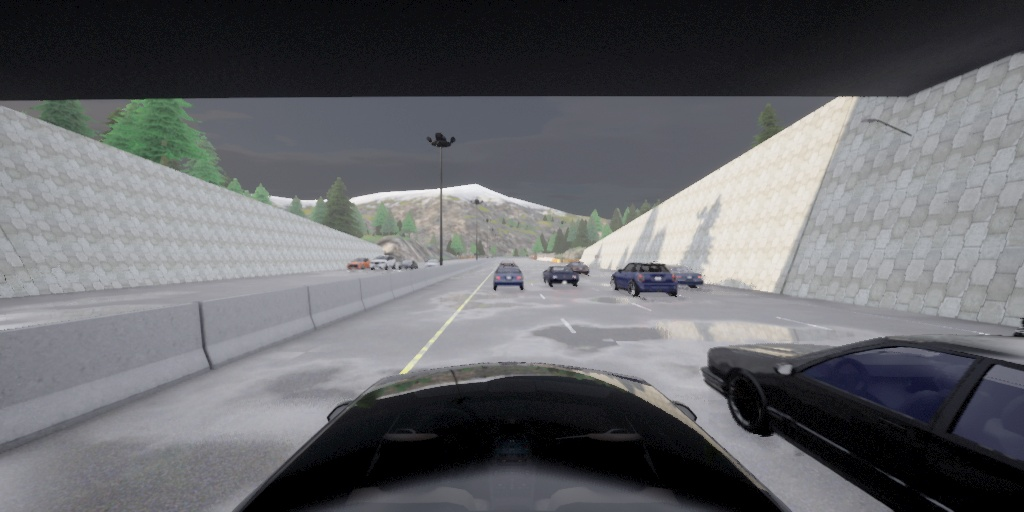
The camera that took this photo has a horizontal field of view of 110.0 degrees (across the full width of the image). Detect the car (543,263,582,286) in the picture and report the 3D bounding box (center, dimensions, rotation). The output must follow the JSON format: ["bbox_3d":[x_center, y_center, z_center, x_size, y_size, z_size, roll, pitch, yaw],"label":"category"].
[{"bbox_3d":[3.240,1.339,24.615,1.895,1.301,4.718,0,0,-1],"label":"car"}]

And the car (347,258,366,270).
[{"bbox_3d":[-21.758,1.077,51.304,2.097,1.767,4.553,0,0,-1],"label":"car"}]

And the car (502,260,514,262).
[{"bbox_3d":[-0.486,1.209,39.988,1.882,1.535,5.008,0,0,-1],"label":"car"}]

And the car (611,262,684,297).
[{"bbox_3d":[6.823,1.093,18.951,2.097,1.767,4.553,0,0,-1],"label":"car"}]

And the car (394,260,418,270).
[{"bbox_3d":[-14.756,1.253,51.079,1.812,1.442,4.674,0,0,-1],"label":"car"}]

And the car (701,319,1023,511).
[{"bbox_3d":[3.566,1.297,2.444,2.033,1.411,5.357,0,0,-1],"label":"car"}]

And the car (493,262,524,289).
[{"bbox_3d":[-0.234,1.287,22.809,2.033,1.411,5.357,0,0,-1],"label":"car"}]

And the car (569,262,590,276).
[{"bbox_3d":[6.562,1.280,36.818,2.033,1.411,5.357,0,0,-1],"label":"car"}]

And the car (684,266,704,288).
[{"bbox_3d":[10.260,1.286,23.303,2.033,1.411,5.357,0,0,-1],"label":"car"}]

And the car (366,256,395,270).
[{"bbox_3d":[-18.255,0.953,50.922,2.150,2.045,5.566,0,0,-1],"label":"car"}]

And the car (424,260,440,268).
[{"bbox_3d":[-11.258,1.253,51.271,1.812,1.442,4.674,0,0,-1],"label":"car"}]
